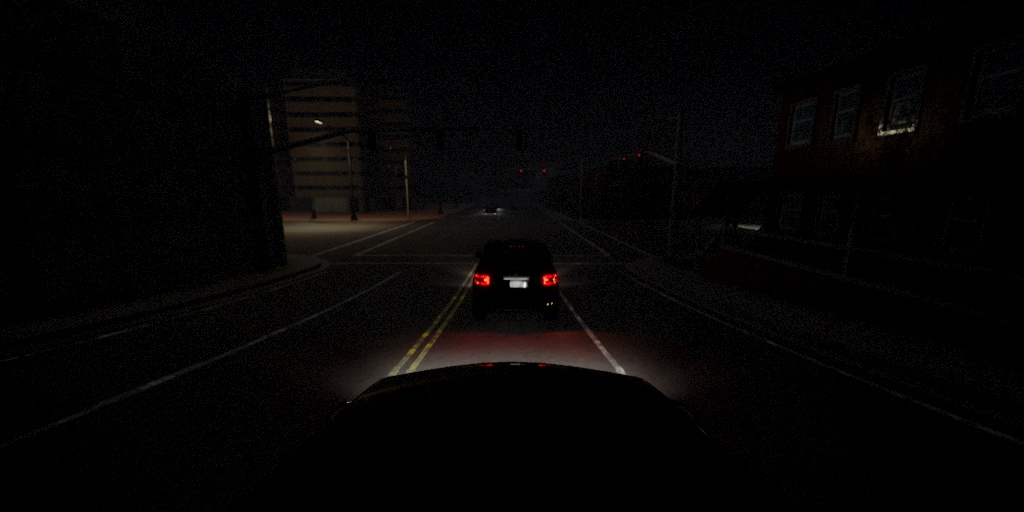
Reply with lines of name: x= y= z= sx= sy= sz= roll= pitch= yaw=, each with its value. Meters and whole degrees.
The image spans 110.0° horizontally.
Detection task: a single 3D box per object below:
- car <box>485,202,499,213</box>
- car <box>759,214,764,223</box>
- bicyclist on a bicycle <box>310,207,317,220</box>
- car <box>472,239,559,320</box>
car: x=-3.746 y=-8.456 z=63.349 sx=1.882 sy=1.535 sz=5.008 roll=0 pitch=11 yaw=0
car: x=30.954 y=-4.383 z=40.056 sx=5.566 sy=2.045 sz=2.150 roll=0 pitch=10 yaw=0
bicyclist on a bicycle: x=-25.409 y=-5.399 z=45.753 sx=0.582 sy=1.620 sz=1.656 roll=0 pitch=11 yaw=0
car: x=0.056 y=0.477 z=10.732 sx=2.150 sy=2.045 sz=5.566 roll=0 pitch=5 yaw=-1
